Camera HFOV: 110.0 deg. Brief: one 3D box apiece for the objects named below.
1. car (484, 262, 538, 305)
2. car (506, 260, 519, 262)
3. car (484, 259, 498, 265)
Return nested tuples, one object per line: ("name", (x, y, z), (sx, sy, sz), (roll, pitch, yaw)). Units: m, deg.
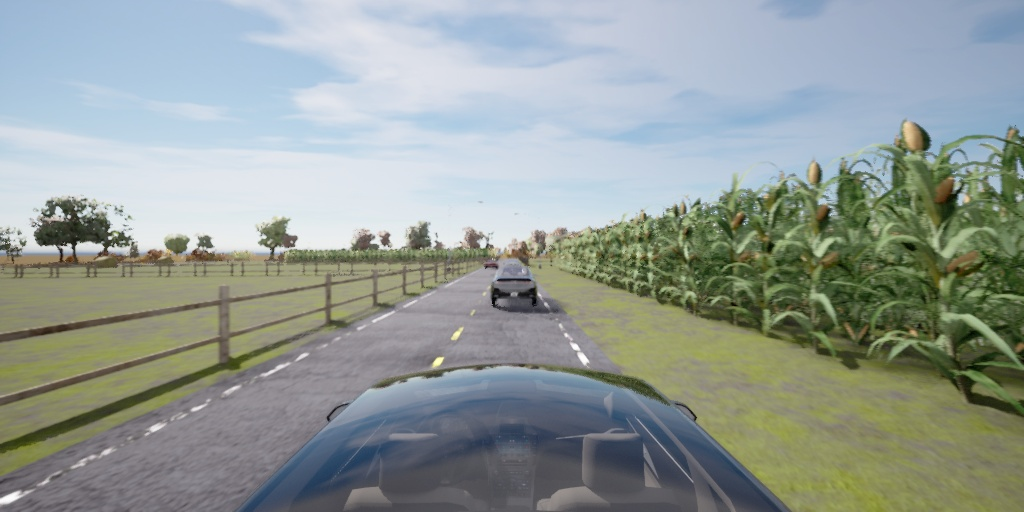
("car", (0.077, 1.178, 15.507), (2.128, 1.511, 4.902), (0, 0, 0))
("car", (0.060, 1.113, 37.374), (1.812, 1.442, 4.674), (0, 0, 0))
("car", (-2.804, 1.135, 49.641), (1.895, 1.301, 4.718), (0, 0, 0))
